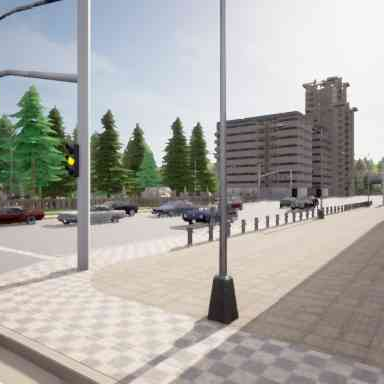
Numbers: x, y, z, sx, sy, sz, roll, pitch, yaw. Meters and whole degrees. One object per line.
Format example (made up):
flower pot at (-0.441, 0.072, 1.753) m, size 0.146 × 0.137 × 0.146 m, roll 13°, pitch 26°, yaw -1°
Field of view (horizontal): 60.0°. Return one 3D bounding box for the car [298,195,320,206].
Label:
car at (19.073, 1.352, 54.098) m, size 2.097 × 1.767 × 4.553 m, roll 0°, pitch 0°, yaw 35°

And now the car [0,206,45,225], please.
car at (-12.527, 1.601, 22.200) m, size 1.895 × 1.301 × 4.718 m, roll 0°, pitch 0°, yaw 37°

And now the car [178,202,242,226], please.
car at (1.411, 1.601, 23.247) m, size 1.895 × 1.301 × 4.718 m, roll 0°, pitch 0°, yaw 35°

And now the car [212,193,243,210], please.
car at (4.304, 1.352, 39.699) m, size 2.097 × 1.767 × 4.553 m, roll 0°, pitch 0°, yaw 36°

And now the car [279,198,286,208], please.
car at (13.785, 1.505, 46.668) m, size 1.837 × 1.490 × 4.892 m, roll 0°, pitch 0°, yaw 36°

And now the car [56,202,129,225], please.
car at (-7.103, 1.601, 23.703) m, size 1.895 × 1.301 × 4.718 m, roll 0°, pitch 0°, yaw 35°

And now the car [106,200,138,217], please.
car at (-7.044, 1.478, 29.821) m, size 1.882 × 1.535 × 5.008 m, roll 0°, pitch 0°, yaw 36°

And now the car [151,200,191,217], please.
car at (-1.502, 1.547, 31.563) m, size 2.033 × 1.411 × 5.357 m, roll 0°, pitch 0°, yaw 36°

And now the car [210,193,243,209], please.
car at (4.951, 1.221, 46.594) m, size 2.150 × 2.045 × 5.566 m, roll 0°, pitch 0°, yaw 36°

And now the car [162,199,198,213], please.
car at (-1.298, 1.564, 37.891) m, size 1.994 × 1.385 × 4.181 m, roll 0°, pitch 0°, yaw 35°

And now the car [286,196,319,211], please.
car at (13.576, 1.547, 40.339) m, size 2.033 × 1.411 × 5.357 m, roll 0°, pitch 0°, yaw 35°
